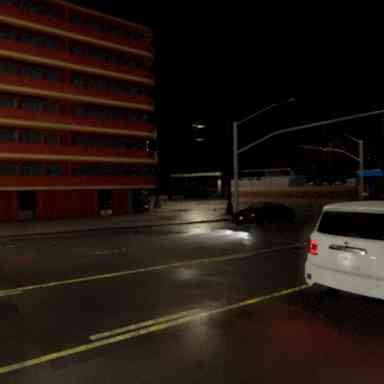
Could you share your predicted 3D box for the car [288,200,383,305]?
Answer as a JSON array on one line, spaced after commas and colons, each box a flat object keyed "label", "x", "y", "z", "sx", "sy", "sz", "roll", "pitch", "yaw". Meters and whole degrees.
[{"label": "car", "x": 4.804, "y": 1.185, "z": 7.214, "sx": 5.566, "sy": 2.045, "sz": 2.150, "roll": -1, "pitch": 0, "yaw": -36}]

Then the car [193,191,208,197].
[{"label": "car", "x": 2.616, "y": 0.538, "z": 86.289, "sx": 4.611, "sy": 1.667, "sz": 2.242, "roll": -1, "pitch": 1, "yaw": -36}]

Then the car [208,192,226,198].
[{"label": "car", "x": 6.607, "y": 0.681, "z": 82.087, "sx": 3.806, "sy": 1.475, "sz": 1.970, "roll": -1, "pitch": 1, "yaw": -36}]

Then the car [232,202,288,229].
[{"label": "car", "x": 4.394, "y": 1.272, "z": 19.978, "sx": 4.181, "sy": 1.385, "sz": 1.994, "roll": -1, "pitch": 0, "yaw": -36}]
